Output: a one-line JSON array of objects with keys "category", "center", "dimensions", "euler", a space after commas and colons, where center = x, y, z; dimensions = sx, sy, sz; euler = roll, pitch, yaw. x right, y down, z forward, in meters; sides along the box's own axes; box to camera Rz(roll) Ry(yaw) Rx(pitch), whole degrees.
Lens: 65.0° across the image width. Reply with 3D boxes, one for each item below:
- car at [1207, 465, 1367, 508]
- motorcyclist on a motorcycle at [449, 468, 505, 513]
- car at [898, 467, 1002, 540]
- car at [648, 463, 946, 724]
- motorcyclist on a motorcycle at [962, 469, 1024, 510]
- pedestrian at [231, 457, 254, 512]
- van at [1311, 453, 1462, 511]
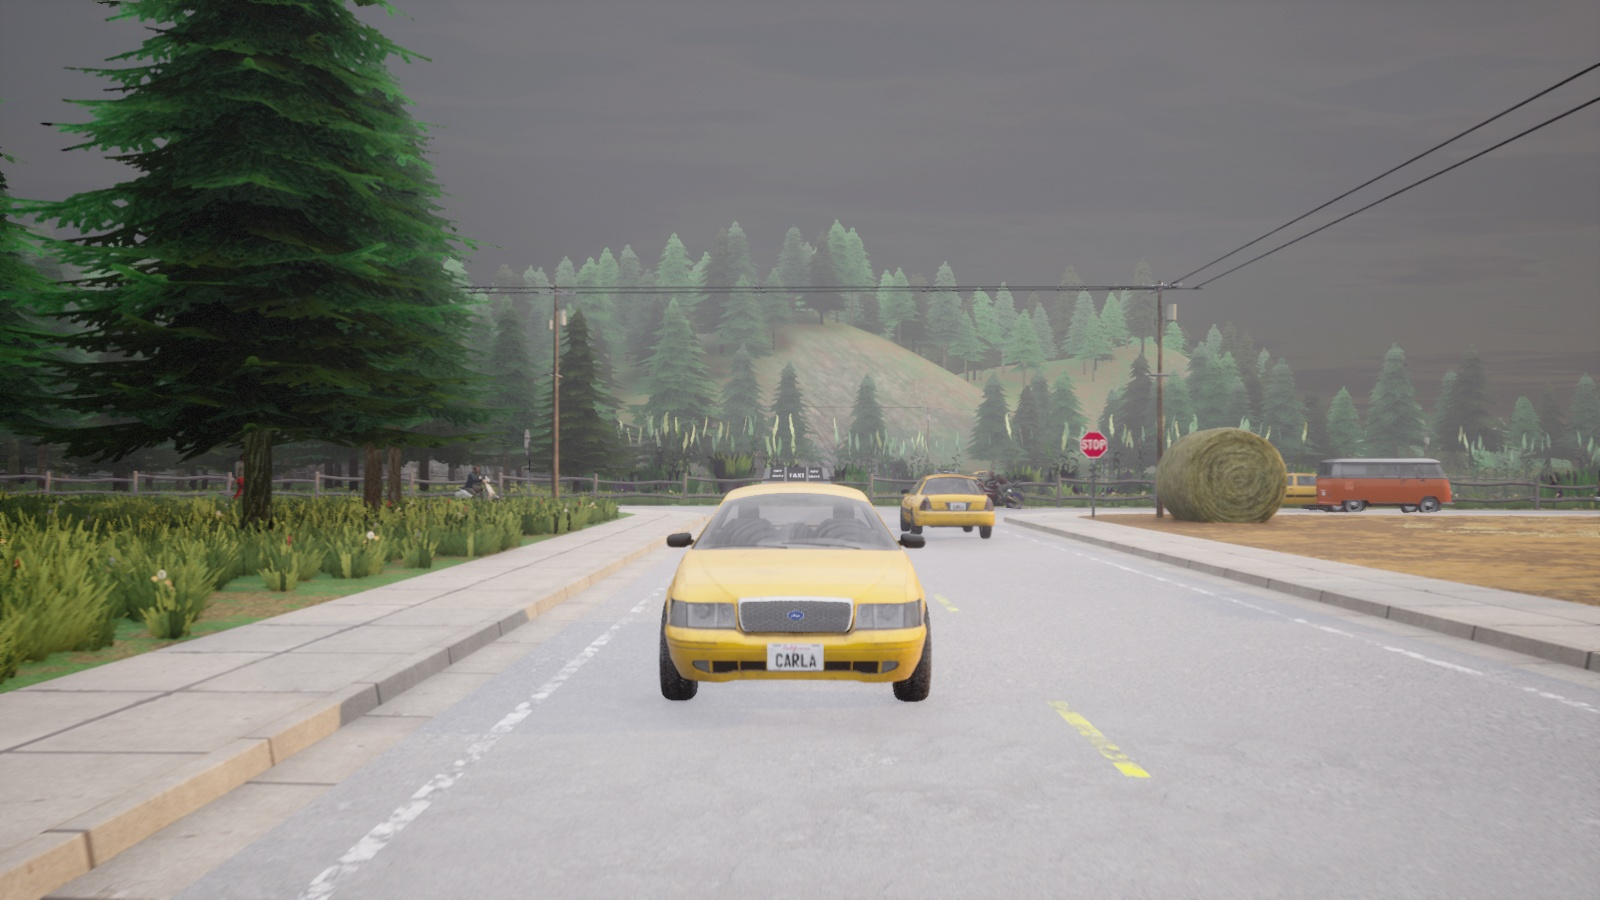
[{"category": "car", "center": [18.489, 1.369, 47.834], "dimensions": [5.366, 1.575, 1.801], "euler": [0, -1, 3]}, {"category": "motorcyclist on a motorcycle", "center": [-11.753, 1.472, 45.724], "dimensions": [1.817, 1.590, 0.866], "euler": [0, -1, 3]}, {"category": "car", "center": [3.427, 1.188, 29.658], "dimensions": [1.801, 1.575, 5.366], "euler": [0, -1, 0]}, {"category": "car", "center": [-0.026, 0.907, 10.315], "dimensions": [1.801, 1.575, 5.366], "euler": [0, -1, 0]}, {"category": "motorcyclist on a motorcycle", "center": [7.384, 1.516, 48.163], "dimensions": [2.191, 1.530, 0.866], "euler": [0, 0, -3]}, {"category": "pedestrian", "center": [-18.652, 1.150, 42.007], "dimensions": [0.614, 1.847, 0.353], "euler": [0, -1, 12]}, {"category": "van", "center": [20.597, 1.119, 44.234], "dimensions": [4.442, 1.987, 1.775], "euler": [0, -1, 2]}]
